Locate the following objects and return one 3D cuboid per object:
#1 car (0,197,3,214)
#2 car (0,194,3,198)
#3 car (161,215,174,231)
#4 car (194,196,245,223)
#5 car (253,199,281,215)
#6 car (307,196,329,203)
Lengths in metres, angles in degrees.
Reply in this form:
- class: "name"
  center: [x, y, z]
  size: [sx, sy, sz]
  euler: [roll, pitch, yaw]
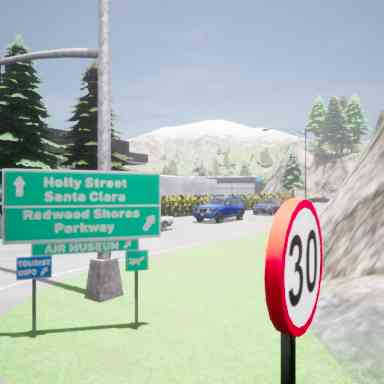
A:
- class: "car"
  center: [-12.410, 1.504, 26.008]
  size: [1.905, 1.878, 3.866]
  euler: [0, 0, 35]
- class: "car"
  center: [-38.725, 1.489, 69.883]
  size: [4.514, 1.523, 2.007]
  euler: [0, 0, 35]
- class: "car"
  center: [-3.253, 1.792, 20.021]
  size: [1.895, 1.301, 4.718]
  euler: [0, 0, 36]
- class: "car"
  center: [2.431, 1.413, 27.877]
  size: [2.150, 2.045, 5.566]
  euler: [0, 0, 36]
- class: "car"
  center: [8.345, 1.543, 36.034]
  size: [2.097, 1.767, 4.553]
  euler: [0, 0, 36]
- class: "car"
  center: [28.319, 1.717, 74.690]
  size: [2.128, 1.511, 4.902]
  euler: [0, 0, -42]
